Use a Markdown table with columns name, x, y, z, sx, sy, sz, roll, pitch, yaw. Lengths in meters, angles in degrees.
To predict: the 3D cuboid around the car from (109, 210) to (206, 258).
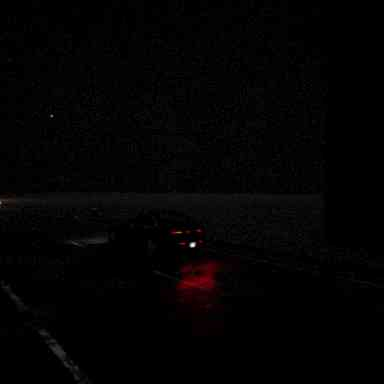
| name | x | y | z | sx | sy | sz | roll | pitch | yaw |
| --- | --- | --- | --- | --- | --- | --- | --- | --- | --- |
| car | -1.502 | 1.456 | 12.734 | 1.837 | 1.490 | 4.892 | 0 | 0 | -39 |
